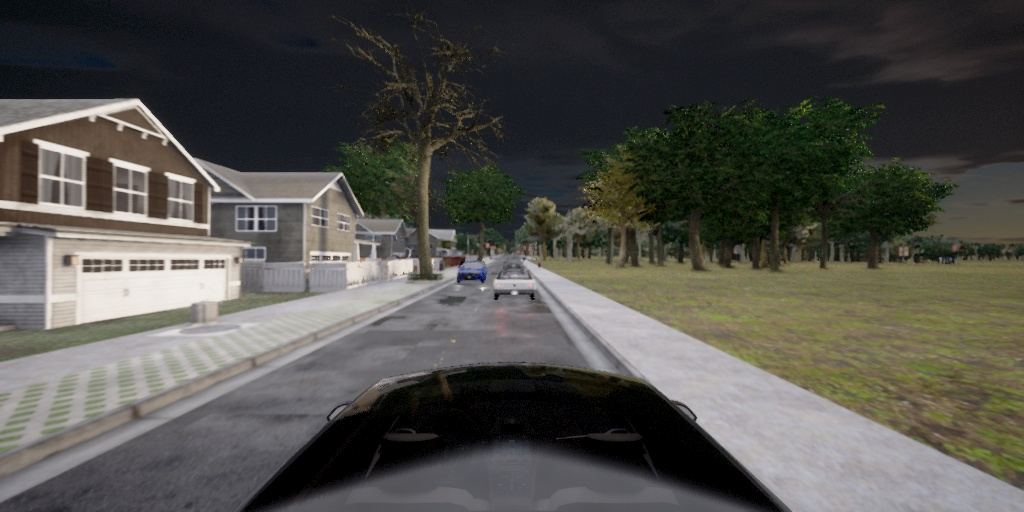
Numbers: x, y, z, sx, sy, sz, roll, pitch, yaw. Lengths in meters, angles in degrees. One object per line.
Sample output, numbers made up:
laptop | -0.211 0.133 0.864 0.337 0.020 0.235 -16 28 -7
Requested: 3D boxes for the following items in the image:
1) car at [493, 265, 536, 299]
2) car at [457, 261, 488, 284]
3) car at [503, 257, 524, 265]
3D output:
car | 0.119 1.280 17.478 1.895 1.301 4.718 0 0 0
car | -2.800 1.113 26.034 1.882 1.535 5.008 0 0 0
car | 0.166 0.930 37.332 2.097 1.767 4.553 0 0 0
